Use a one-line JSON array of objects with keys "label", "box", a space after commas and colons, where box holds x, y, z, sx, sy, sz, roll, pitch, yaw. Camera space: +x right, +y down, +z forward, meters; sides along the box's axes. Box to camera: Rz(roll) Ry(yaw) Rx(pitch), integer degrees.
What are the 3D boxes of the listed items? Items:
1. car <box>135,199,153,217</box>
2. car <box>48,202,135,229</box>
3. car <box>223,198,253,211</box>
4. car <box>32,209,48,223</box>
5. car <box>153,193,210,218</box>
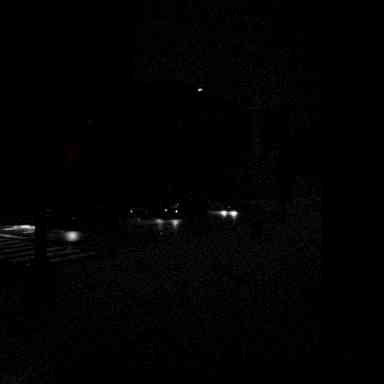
[{"label": "car", "box": [-3.785, 1.402, 30.587, 2.128, 1.511, 4.902, 0, 0, 35]}, {"label": "car", "box": [-6.300, 1.419, 21.431, 1.882, 1.535, 5.008, 0, 0, 34]}, {"label": "car", "box": [5.216, 1.421, 37.639, 1.994, 1.385, 4.181, 0, 0, 36]}, {"label": "car", "box": [-8.902, 1.511, 23.368, 1.994, 1.385, 4.181, 0, 0, 35]}, {"label": "car", "box": [-0.553, 1.121, 29.536, 2.150, 2.045, 5.566, 0, 0, 35]}]
